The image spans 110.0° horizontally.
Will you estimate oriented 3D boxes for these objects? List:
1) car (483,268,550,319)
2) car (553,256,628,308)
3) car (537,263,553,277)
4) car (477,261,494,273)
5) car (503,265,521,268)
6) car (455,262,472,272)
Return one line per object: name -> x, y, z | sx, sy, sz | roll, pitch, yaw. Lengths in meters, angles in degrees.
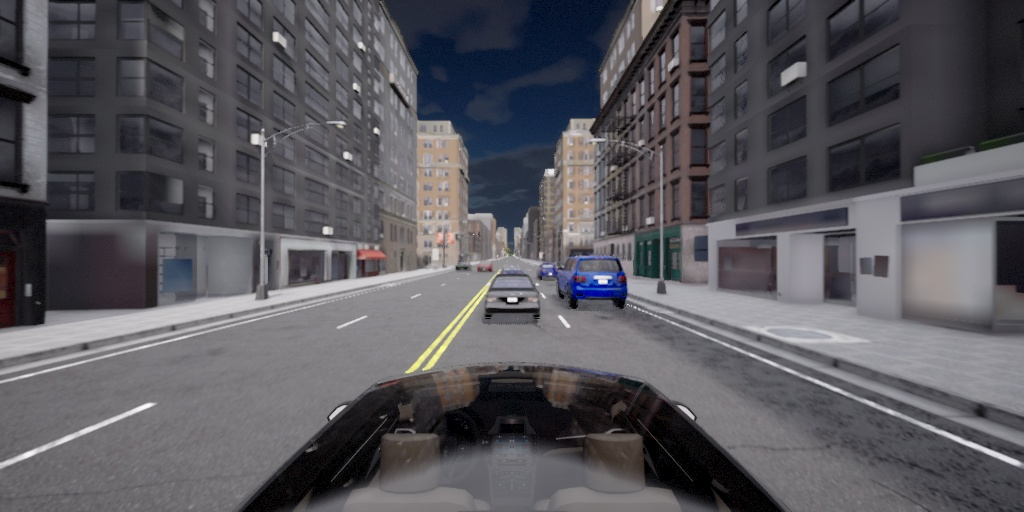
car -> 0.026, 1.330, 12.998 | 2.033, 1.411, 5.357 | 0, 0, 0
car -> 3.291, 1.013, 15.600 | 2.150, 2.045, 5.566 | 0, 0, 0
car -> 3.272, 1.364, 32.700 | 1.812, 1.442, 4.674 | 0, 0, 0
car -> -3.411, 1.353, 46.031 | 1.882, 1.535, 5.008 | 0, 0, 0
car -> 0.012, 1.432, 30.301 | 1.895, 1.301, 4.718 | 0, 0, 0
car -> -6.649, 1.486, 49.487 | 1.895, 1.301, 4.718 | 0, 0, 0
